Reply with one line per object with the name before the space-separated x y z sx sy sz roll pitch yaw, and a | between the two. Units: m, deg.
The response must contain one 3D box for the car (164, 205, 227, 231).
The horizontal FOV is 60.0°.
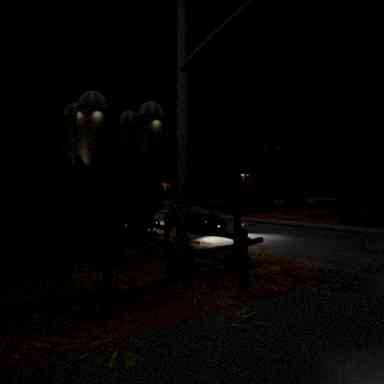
car | 0.048 1.526 19.393 1.812 1.442 4.674 0 0 -36
